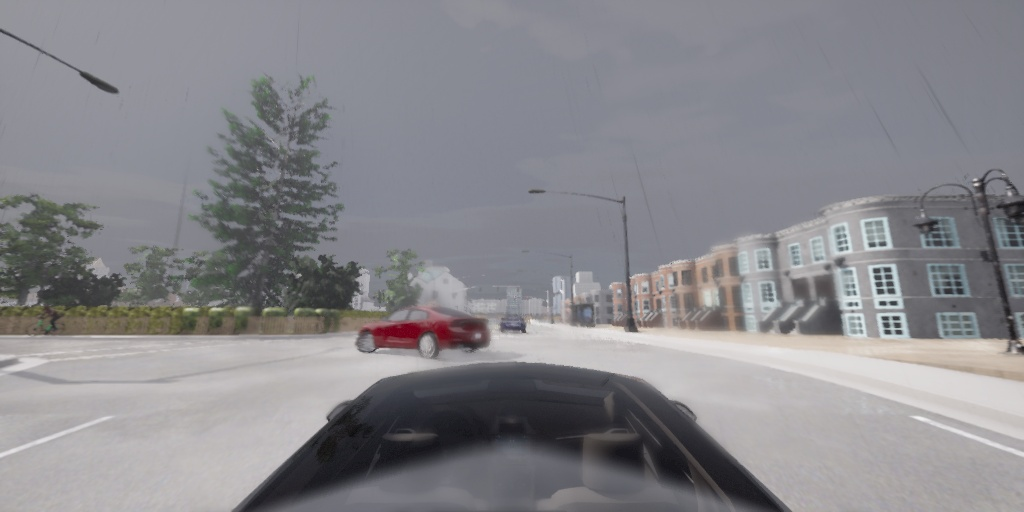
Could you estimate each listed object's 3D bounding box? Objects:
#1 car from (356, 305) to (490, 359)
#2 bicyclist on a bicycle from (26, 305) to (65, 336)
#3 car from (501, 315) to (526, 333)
[{"bbox_3d":[-3.011,2.415,11.774,5.008,1.535,1.882,-7,-13,35],"label":"car"},{"bbox_3d":[-25.286,3.525,19.534,0.582,1.620,1.656,0,-10,0],"label":"bicyclist on a bicycle"},{"bbox_3d":[0.097,5.558,29.503,1.994,1.385,4.181,0,-10,0],"label":"car"}]
